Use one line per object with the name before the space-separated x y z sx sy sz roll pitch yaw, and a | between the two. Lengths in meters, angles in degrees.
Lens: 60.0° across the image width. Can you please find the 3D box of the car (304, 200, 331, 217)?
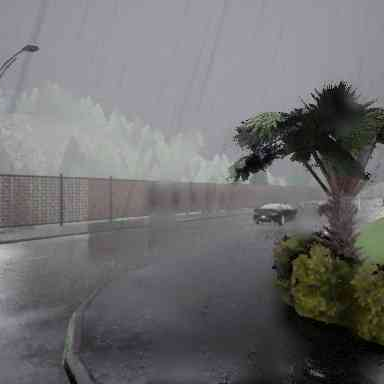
car | 11.938 1.491 31.903 2.128 1.511 4.902 0 0 35

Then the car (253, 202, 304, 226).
car | 6.142 1.477 23.835 1.882 1.535 5.008 0 0 36
